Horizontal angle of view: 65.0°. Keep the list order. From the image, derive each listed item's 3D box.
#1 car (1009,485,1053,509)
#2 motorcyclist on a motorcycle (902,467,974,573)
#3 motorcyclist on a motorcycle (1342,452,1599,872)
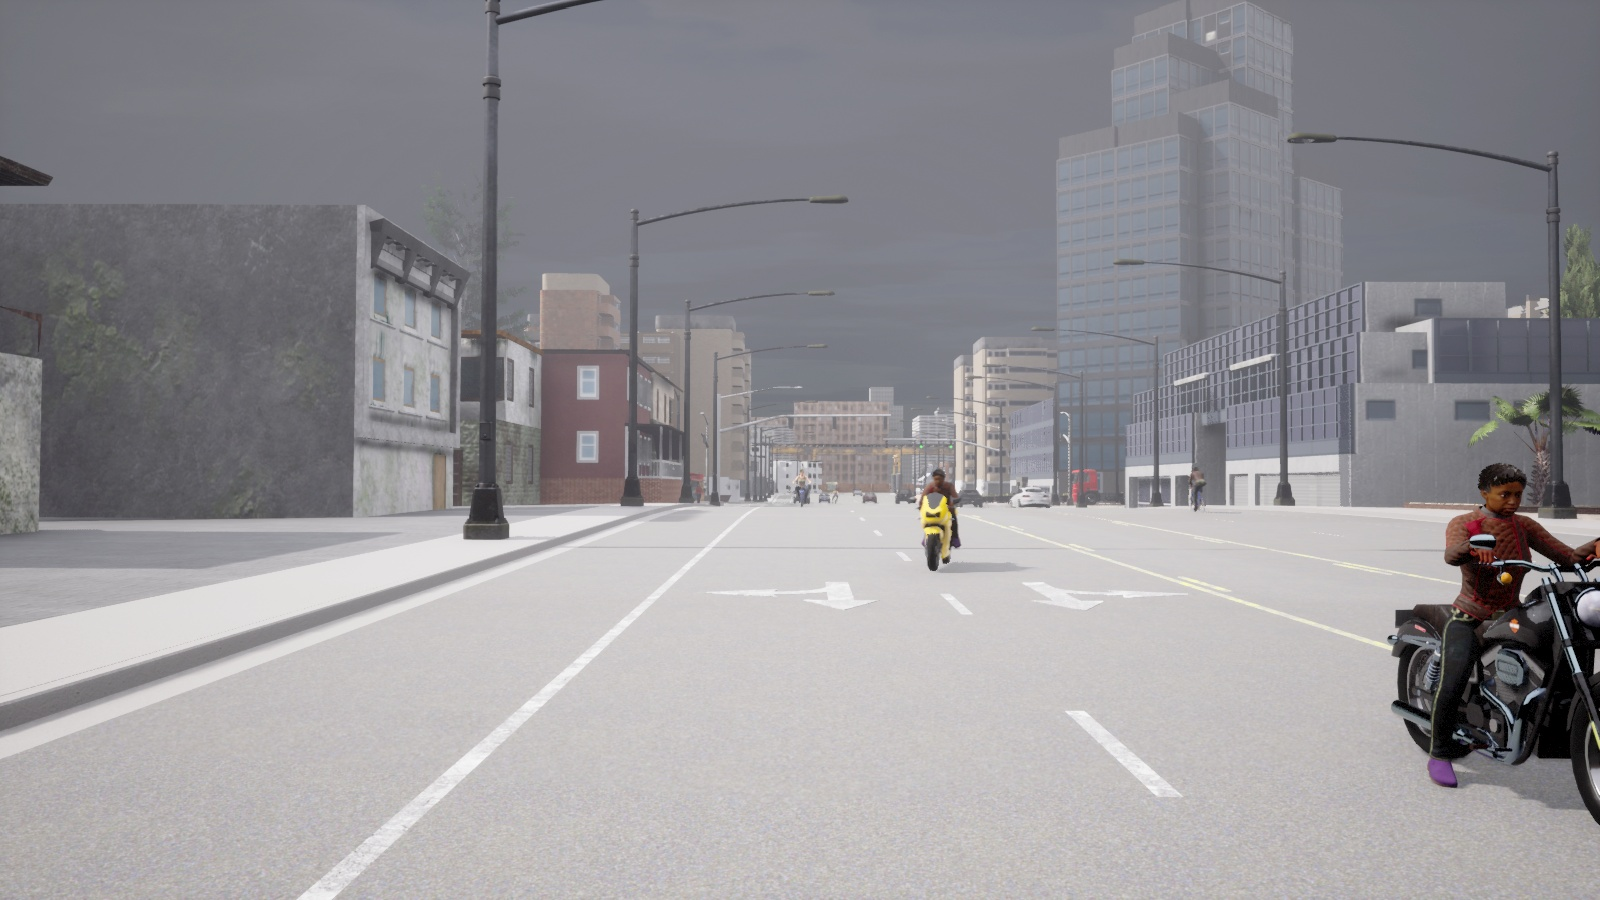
[{"bbox_3d":[14.133,2.907,77.159,1.812,1.442,4.674,0,-3,0],"label":"car"},{"bbox_3d":[2.138,1.034,19.225,0.797,1.523,2.044,0,-1,14],"label":"motorcyclist on a motorcycle"},{"bbox_3d":[3.520,0.843,6.085,0.766,1.649,2.350,0,-1,0],"label":"motorcyclist on a motorcycle"}]
